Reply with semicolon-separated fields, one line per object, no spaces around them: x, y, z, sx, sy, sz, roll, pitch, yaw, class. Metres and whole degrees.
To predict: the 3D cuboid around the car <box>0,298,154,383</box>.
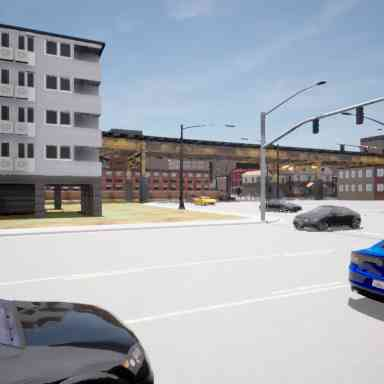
-2.428;1.564;2.750;4.181;1.385;1.994;0;0;-32;car

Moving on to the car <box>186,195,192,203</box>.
0.046;1.334;69.587;2.097;1.767;4.553;0;0;10;car

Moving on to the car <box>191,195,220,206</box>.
2.108;1.477;53.418;1.882;1.535;5.008;0;0;-22;car

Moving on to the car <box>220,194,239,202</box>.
8.259;1.540;78.709;2.033;1.411;5.357;0;0;40;car

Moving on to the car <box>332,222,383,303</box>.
5.550;1.478;6.903;5.008;1.535;1.882;0;0;-25;car

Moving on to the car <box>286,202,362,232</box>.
8.201;1.526;19.964;4.674;1.442;1.812;0;1;-29;car

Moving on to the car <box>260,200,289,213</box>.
9.794;1.547;36.953;2.033;1.411;5.357;0;0;-26;car
